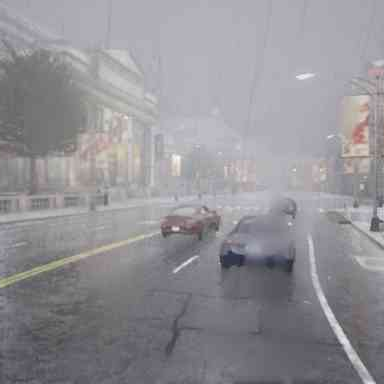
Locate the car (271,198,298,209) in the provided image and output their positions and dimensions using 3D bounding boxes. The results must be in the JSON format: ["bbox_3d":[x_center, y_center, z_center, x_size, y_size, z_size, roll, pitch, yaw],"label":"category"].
[{"bbox_3d":[7.075,1.154,25.519,2.033,1.411,5.357,1,1,19],"label":"car"}]

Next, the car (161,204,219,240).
[{"bbox_3d":[0.049,1.263,15.435,1.812,1.442,4.674,1,1,18],"label":"car"}]

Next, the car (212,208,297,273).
[{"bbox_3d":[2.134,1.399,10.303,1.994,1.385,4.181,1,1,16],"label":"car"}]
